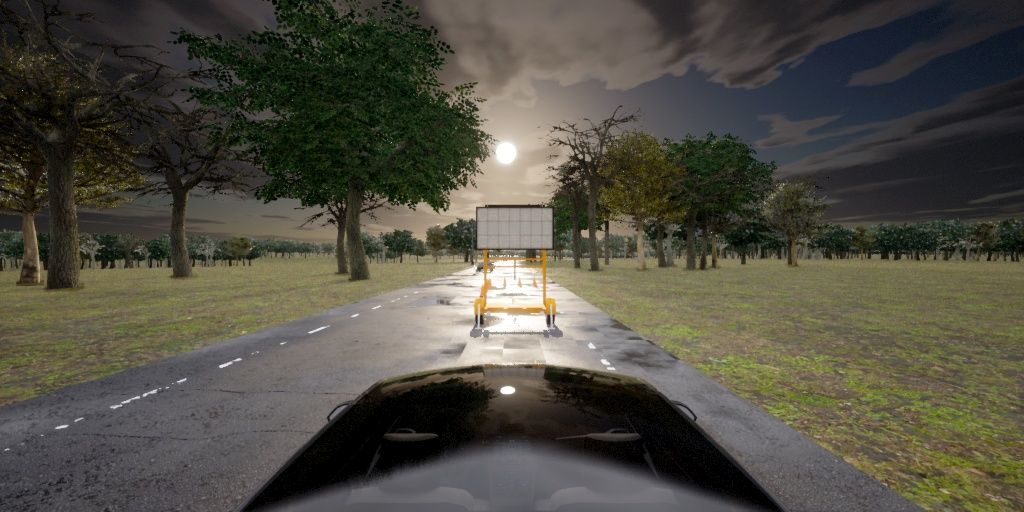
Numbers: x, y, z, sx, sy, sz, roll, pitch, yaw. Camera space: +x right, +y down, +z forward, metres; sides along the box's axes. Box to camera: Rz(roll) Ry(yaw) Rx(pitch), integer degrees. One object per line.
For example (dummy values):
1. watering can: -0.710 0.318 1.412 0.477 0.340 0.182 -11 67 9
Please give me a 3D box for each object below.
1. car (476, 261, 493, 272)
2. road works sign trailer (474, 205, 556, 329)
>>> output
1. car: -3.492 1.337 46.978 1.994 1.385 4.181 0 0 0
2. road works sign trailer: 0.089 0.211 11.181 2.380 3.560 2.880 0 0 0
